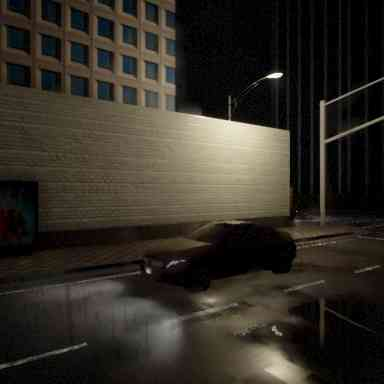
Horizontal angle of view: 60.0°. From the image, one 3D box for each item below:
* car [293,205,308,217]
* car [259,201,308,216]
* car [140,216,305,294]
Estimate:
[{"bbox_3d":[8.123,1.581,29.977,1.812,1.442,4.674,0,0,-36],"label":"car"},{"bbox_3d":[9.324,1.656,34.302,1.895,1.301,4.718,0,0,-36],"label":"car"},{"bbox_3d":[0.904,1.526,8.949,4.674,1.442,1.812,0,0,-36],"label":"car"}]
